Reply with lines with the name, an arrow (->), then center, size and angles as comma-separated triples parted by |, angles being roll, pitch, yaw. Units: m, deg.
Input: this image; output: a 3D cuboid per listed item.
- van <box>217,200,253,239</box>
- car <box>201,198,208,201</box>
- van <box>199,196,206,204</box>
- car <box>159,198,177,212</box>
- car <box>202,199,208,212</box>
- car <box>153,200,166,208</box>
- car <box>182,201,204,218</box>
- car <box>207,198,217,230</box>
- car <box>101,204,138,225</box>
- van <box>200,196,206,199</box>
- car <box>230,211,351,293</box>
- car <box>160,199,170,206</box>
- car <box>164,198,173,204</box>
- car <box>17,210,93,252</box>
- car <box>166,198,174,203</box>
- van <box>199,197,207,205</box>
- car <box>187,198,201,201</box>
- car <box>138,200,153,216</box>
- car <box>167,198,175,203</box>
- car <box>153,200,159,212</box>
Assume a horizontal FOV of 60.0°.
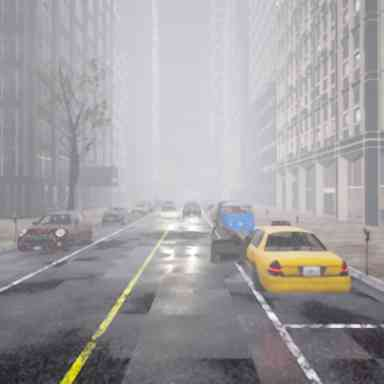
van -> 2.645, 1.523, 20.036 | 1.690, 1.788, 3.998 | 0, 0, 0
car -> 2.584, 2.003, 48.527 | 1.802, 1.307, 4.206 | 0, 0, 0
van -> 2.509, 2.014, 82.718 | 1.690, 1.788, 3.998 | 0, 0, 0
car -> -3.114, 1.874, 45.360 | 1.882, 1.535, 5.008 | 0, -1, 0
car -> 2.597, 1.927, 42.830 | 2.008, 1.369, 4.403 | 0, 0, 0
car -> -5.821, 2.074, 59.906 | 1.947, 1.339, 4.313 | 0, 0, 0
car -> -0.005, 1.905, 34.029 | 1.895, 1.301, 4.718 | 0, 0, 0
car -> 2.633, 1.547, 25.735 | 2.192, 1.841, 5.009 | 0, 0, 0
car -> -5.747, 1.784, 25.717 | 2.008, 1.369, 4.403 | 0, -1, 0
van -> 2.571, 1.806, 54.227 | 1.690, 1.788, 3.998 | 0, 0, 0
car -> 2.332, 1.541, 9.060 | 1.801, 1.575, 5.366 | 0, -1, 0
car -> -5.846, 2.173, 71.302 | 1.802, 1.307, 4.206 | 0, 0, 0
car -> -5.872, 2.218, 82.699 | 1.887, 1.381, 4.507 | 0, 0, 0
car -> -5.722, 1.573, 14.321 | 1.967, 1.590, 4.097 | 0, -1, 0
car -> -5.884, 2.295, 88.398 | 1.802, 1.307, 4.206 | 0, 0, 0
van -> 2.522, 1.973, 77.019 | 1.690, 1.788, 3.998 | 0, 0, 0
car -> -0.068, 1.910, 46.716 | 1.837, 1.490, 4.892 | 0, -1, 0
car -> -5.772, 1.854, 36.943 | 1.752, 1.417, 4.829 | 0, 0, 0
car -> -5.896, 2.302, 94.095 | 2.008, 1.369, 4.403 | 0, 0, 0
car -> -5.785, 1.817, 42.814 | 1.967, 1.590, 4.097 | 0, 0, 0
